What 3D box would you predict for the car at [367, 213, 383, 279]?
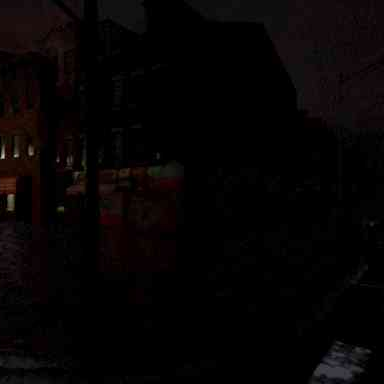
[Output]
[{"bbox_3d":[6.344,1.310,9.424,2.192,1.841,5.009,-1,0,35],"label":"car"}]
